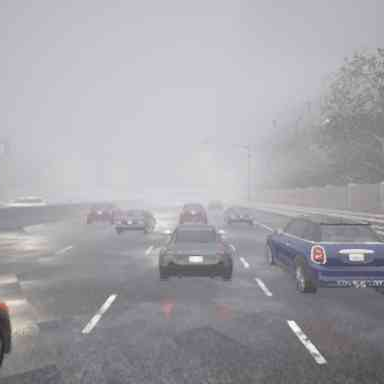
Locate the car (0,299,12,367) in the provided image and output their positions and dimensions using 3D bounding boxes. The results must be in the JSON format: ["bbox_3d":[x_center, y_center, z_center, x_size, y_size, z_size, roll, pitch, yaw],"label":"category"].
[{"bbox_3d":[-3.402,1.377,2.505,2.097,1.767,4.553,0,-1,0],"label":"car"}]

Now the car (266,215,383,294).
[{"bbox_3d":[3.505,1.435,9.212,2.097,1.767,4.553,0,-1,0],"label":"car"}]

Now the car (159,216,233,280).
[{"bbox_3d":[0.101,1.665,10.297,1.994,1.385,4.181,0,-1,0],"label":"car"}]

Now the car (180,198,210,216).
[{"bbox_3d":[0.099,1.619,26.970,2.097,1.767,4.553,0,-1,0],"label":"car"}]

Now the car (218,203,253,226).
[{"bbox_3d":[3.500,1.796,25.893,2.033,1.411,5.357,0,-1,0],"label":"car"}]

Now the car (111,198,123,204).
[{"bbox_3d":[-17.498,2.079,77.938,1.812,1.442,4.674,0,-1,0],"label":"car"}]

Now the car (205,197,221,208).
[{"bbox_3d":[3.500,1.864,51.858,2.097,1.767,4.553,0,-1,0],"label":"car"}]

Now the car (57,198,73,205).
[{"bbox_3d":[-27.998,2.053,73.524,2.097,1.767,4.553,0,-1,0],"label":"car"}]

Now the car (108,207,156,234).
[{"bbox_3d":[-3.398,1.752,20.707,2.033,1.411,5.357,0,-1,0],"label":"car"}]

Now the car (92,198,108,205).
[{"bbox_3d":[-20.998,2.074,76.124,2.128,1.511,4.902,0,-1,0],"label":"car"}]

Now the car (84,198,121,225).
[{"bbox_3d":[-6.900,1.619,26.972,2.097,1.767,4.553,0,-1,0],"label":"car"}]

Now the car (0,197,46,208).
[{"bbox_3d":[-17.591,1.572,35.394,2.150,2.045,5.566,0,0,0],"label":"car"}]
